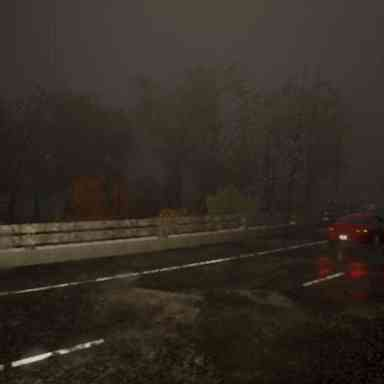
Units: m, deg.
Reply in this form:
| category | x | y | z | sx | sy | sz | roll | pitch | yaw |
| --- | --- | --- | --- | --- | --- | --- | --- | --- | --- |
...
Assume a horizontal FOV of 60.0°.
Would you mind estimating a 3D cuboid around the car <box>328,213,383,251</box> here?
| category | x | y | z | sx | sy | sz | roll | pitch | yaw |
| --- | --- | --- | --- | --- | --- | --- | --- | --- | --- |
| car | 7.775 | 1.675 | 15.003 | 4.674 | 1.442 | 1.812 | 1 | 0 | -43 |

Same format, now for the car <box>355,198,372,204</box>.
| category | x | y | z | sx | sy | sz | roll | pitch | yaw |
| --- | --- | --- | --- | --- | --- | --- | --- | --- | --- |
| car | 40.249 | 2.256 | 79.247 | 1.837 | 1.490 | 4.892 | 0 | 0 | 5 |

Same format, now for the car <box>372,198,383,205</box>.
| category | x | y | z | sx | sy | sz | roll | pitch | yaw |
| --- | --- | --- | --- | --- | --- | --- | --- | --- | --- |
| car | 43.721 | 2.131 | 78.791 | 2.097 | 1.767 | 4.553 | 0 | 0 | 5 |
